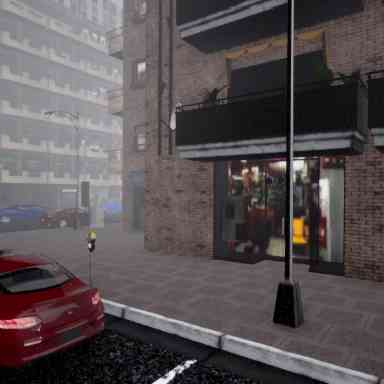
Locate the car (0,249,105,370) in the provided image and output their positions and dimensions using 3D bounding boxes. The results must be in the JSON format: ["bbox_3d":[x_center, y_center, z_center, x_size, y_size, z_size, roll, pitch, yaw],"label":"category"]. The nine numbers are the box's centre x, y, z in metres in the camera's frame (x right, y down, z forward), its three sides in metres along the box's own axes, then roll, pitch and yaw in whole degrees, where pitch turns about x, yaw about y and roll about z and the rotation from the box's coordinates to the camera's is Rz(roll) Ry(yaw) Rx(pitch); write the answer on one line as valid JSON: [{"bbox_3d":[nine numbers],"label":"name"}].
[{"bbox_3d":[-3.143,1.582,5.243,4.206,1.307,1.802,0,0,36],"label":"car"}]

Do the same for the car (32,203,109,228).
[{"bbox_3d":[-8.528,1.756,23.737,1.887,1.381,4.507,0,-1,36],"label":"car"}]

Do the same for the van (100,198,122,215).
[{"bbox_3d":[-8.710,1.607,37.856,1.690,1.788,3.998,0,-1,36],"label":"van"}]

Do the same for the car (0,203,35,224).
[{"bbox_3d":[-13.637,1.636,26.542,1.882,1.535,5.008,1,0,35],"label":"car"}]
